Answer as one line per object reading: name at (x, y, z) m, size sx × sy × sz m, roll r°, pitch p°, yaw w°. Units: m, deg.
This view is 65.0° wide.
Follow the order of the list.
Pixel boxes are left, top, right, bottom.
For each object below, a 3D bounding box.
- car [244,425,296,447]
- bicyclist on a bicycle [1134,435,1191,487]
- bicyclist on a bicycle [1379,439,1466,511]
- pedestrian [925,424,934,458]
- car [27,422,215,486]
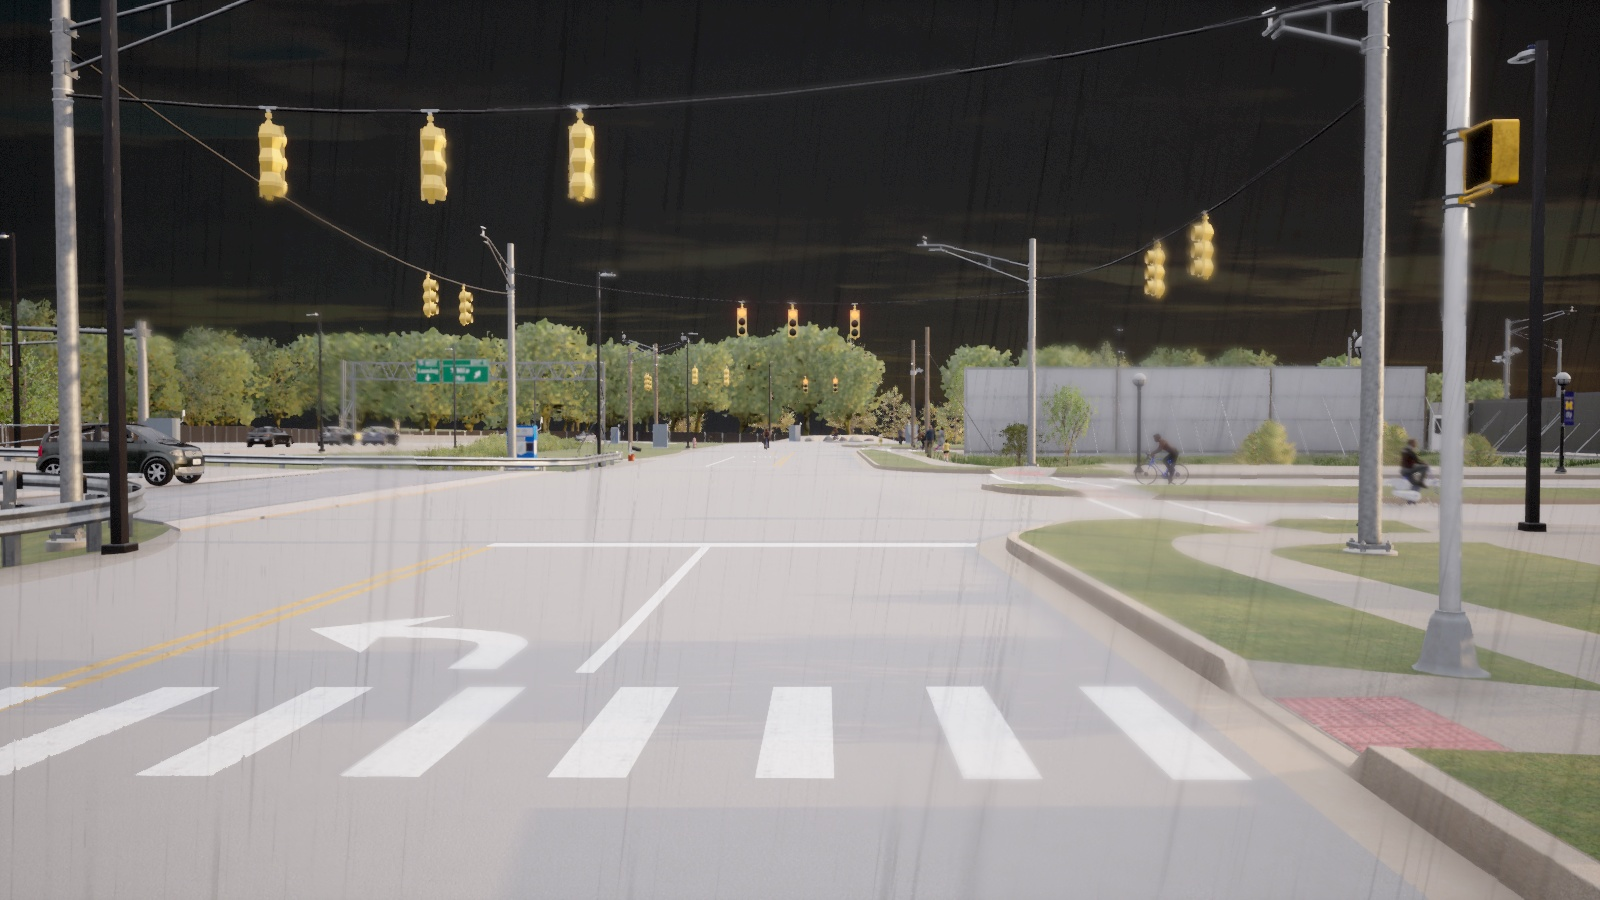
car at (-36.867, -0.957, 87.478) m, size 1.816 × 1.474 × 4.193 m, roll 0°, pitch 1°, yaw 1°
bicyclist on a bicycle at (11.429, 0.330, 39.639) m, size 1.656 × 1.620 × 0.582 m, roll 1°, pitch 1°, yaw 11°
bicyclist on a bicycle at (15.668, 0.621, 31.623) m, size 1.843 × 1.776 × 0.659 m, roll 1°, pitch 1°, yaw -2°
pedestrian at (7.039, -0.486, 68.291) m, size 0.402 × 1.842 × 0.726 m, roll 0°, pitch 2°, yaw 1°
car at (-16.831, 0.080, 31.250) m, size 3.705 × 1.549 × 1.789 m, roll 0°, pitch 1°, yaw 1°
